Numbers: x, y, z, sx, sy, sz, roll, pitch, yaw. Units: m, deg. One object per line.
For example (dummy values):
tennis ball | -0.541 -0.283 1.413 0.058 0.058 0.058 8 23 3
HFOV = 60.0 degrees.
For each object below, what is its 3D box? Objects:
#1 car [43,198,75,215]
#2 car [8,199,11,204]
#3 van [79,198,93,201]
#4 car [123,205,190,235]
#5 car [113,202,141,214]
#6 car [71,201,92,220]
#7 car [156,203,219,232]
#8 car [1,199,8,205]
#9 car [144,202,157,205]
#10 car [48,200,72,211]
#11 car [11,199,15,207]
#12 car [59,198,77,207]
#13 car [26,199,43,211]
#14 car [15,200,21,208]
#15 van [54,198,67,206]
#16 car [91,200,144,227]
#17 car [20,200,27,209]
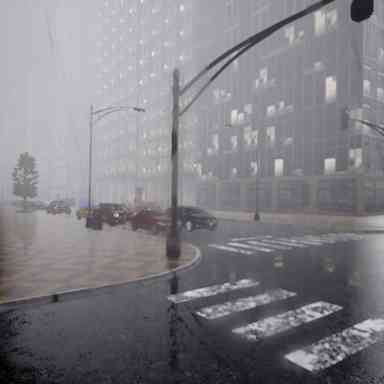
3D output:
car | -15.226 1.743 38.049 1.967 1.590 4.097 1 -1 -35
car | -34.788 2.213 65.978 1.802 1.307 4.206 1 -1 -35
van | -18.143 1.961 56.821 1.690 1.788 3.998 1 -1 -35
car | -2.185 1.666 19.426 1.802 1.307 4.206 1 -1 -35
car | -8.459 1.982 42.992 1.752 1.417 4.829 1 -1 -35
car | -8.608 1.717 28.598 1.752 1.417 4.829 1 -1 -35
car | -0.238 1.639 21.174 1.837 1.490 4.892 1 -1 -33
car | -41.309 2.292 75.289 2.008 1.369 4.403 1 -1 -35
car | -5.102 1.841 38.199 1.967 1.590 4.097 1 -1 -35
car | -19.345 1.951 48.611 2.128 1.511 4.902 1 -1 -35
car | -31.528 2.127 61.323 2.008 1.369 4.403 1 -1 -35
car | -24.664 2.044 66.132 2.192 1.841 5.009 1 -1 -35
car | -21.747 1.963 47.357 2.008 1.369 4.403 1 -1 -35
car | -28.267 2.067 56.668 1.887 1.381 4.507 1 -1 -35
van | -27.924 2.125 70.787 1.690 1.788 3.998 1 -1 -35
car | -5.445 1.579 24.083 1.967 1.590 4.097 1 -1 -35
car | -25.007 2.033 52.012 1.947 1.339 4.313 1 -1 -35
